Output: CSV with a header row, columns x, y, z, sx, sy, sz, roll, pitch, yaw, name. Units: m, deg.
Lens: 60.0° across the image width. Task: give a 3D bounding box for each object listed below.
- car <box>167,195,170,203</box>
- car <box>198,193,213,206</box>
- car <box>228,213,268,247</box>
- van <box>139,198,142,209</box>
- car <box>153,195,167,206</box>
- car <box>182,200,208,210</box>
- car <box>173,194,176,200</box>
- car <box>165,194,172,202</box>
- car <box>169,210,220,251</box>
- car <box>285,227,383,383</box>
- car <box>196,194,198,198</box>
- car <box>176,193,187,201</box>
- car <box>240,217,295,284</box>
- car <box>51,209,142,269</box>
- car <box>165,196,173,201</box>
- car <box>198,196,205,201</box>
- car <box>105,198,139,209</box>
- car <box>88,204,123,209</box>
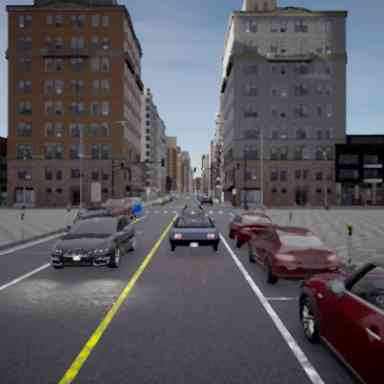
x,y,z,sx,sy,sz,roll,pitch,yaw,name
-5.888,1.703,64.666,1.947,1.339,4.313,0,0,0,car
2.641,1.448,58.987,2.192,1.841,5.009,0,0,0,car
2.660,1.595,15.052,1.887,1.381,4.507,0,0,0,car
-5.874,1.445,31.995,1.690,1.788,3.998,0,0,0,van
-5.885,1.658,58.840,1.752,1.417,4.829,0,0,0,car
0.079,1.658,28.560,1.994,1.385,4.181,0,0,0,car
-5.896,1.461,81.631,2.192,1.841,5.009,0,0,0,car
-5.891,1.666,70.150,1.752,1.417,4.829,0,0,0,car
0.088,1.649,14.379,1.895,1.301,4.718,0,0,0,car
2.665,1.453,3.773,1.967,1.590,4.097,0,0,0,car
2.629,1.728,81.614,1.802,1.307,4.206,0,0,0,car
-3.045,1.494,91.691,2.097,1.767,4.553,0,0,0,car
2.663,1.614,9.413,1.802,1.307,4.206,0,0,0,car
-3.106,1.543,11.376,1.837,1.490,4.892,0,0,0,car
-5.899,1.731,87.285,1.802,1.307,4.206,0,0,0,car
2.624,1.733,92.928,1.802,1.307,4.206,0,0,0,car
-5.871,1.402,26.354,2.192,1.841,5.009,0,0,0,car
-5.869,1.635,20.713,1.947,1.339,4.313,0,0,0,car
